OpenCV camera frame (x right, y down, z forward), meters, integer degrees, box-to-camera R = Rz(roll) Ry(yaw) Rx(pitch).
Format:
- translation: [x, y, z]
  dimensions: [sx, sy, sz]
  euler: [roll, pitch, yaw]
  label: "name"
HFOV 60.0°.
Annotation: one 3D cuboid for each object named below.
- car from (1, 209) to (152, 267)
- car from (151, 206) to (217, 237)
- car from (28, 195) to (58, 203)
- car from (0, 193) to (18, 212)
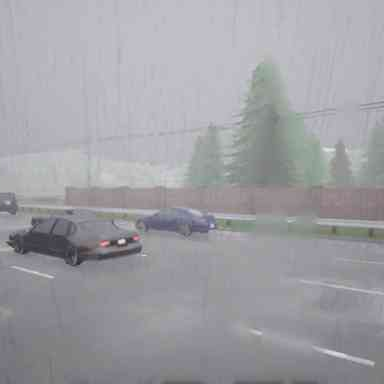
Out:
- translation: [-4.103, 1.496, 11.227]
  dimensions: [5.357, 1.411, 2.033]
  euler: [0, 0, 36]
  label: "car"
- translation: [-0.888, 1.470, 17.514]
  dimensions: [4.674, 1.442, 1.812]
  euler: [0, 0, 35]
  label: "car"
- translation: [-25.480, 1.246, 56.982]
  dimensions: [4.674, 1.442, 1.812]
  euler: [0, 0, -26]
  label: "car"
- translation: [-17.629, 1.058, 29.490]
  dimensions: [5.566, 2.045, 2.150]
  euler: [0, 0, 36]
  label: "car"
